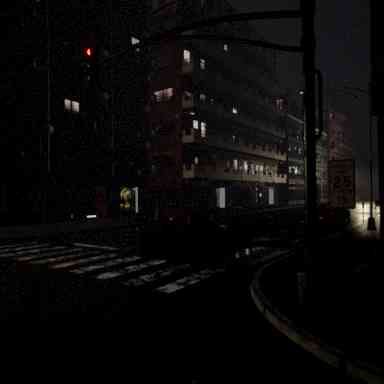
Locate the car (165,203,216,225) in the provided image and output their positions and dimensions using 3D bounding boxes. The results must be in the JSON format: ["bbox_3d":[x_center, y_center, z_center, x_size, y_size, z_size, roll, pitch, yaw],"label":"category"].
[{"bbox_3d":[-0.037,1.522,23.691,1.887,1.381,4.507,-1,0,36],"label":"car"}]

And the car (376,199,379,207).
[{"bbox_3d":[25.708,1.231,44.405,1.752,1.417,4.829,-1,0,36],"label":"car"}]

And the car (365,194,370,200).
[{"bbox_3d":[42.377,1.237,81.296,1.947,1.339,4.313,-1,0,36],"label":"car"}]

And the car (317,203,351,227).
[{"bbox_3d":[8.889,1.374,21.299,1.887,1.381,4.507,-1,0,36],"label":"car"}]

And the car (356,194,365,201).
[{"bbox_3d":[35.656,1.299,72.132,1.802,1.307,4.206,-1,0,36],"label":"car"}]
